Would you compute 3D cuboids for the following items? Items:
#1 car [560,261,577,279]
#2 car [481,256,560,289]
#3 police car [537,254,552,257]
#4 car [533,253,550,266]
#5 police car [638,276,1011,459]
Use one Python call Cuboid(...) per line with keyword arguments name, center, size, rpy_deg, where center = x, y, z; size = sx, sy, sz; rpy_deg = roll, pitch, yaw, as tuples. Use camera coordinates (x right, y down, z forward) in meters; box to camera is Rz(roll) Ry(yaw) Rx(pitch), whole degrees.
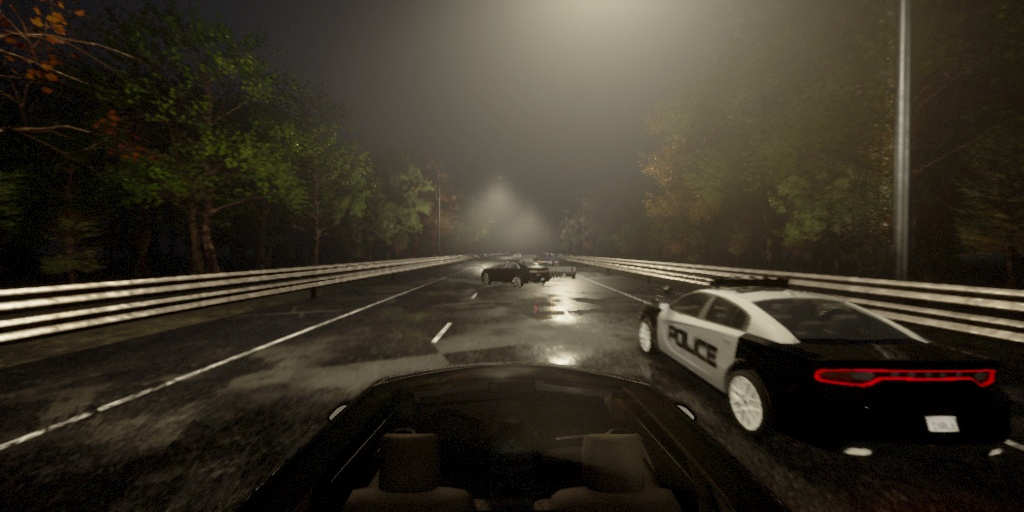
Cuboid(name="car", center=(3.665, 0.987, 27.327), size=(1.895, 1.301, 4.718), rpy_deg=(0, 1, 1))
Cuboid(name="car", center=(0.097, 0.974, 20.527), size=(2.128, 1.511, 4.902), rpy_deg=(-1, 1, -39))
Cuboid(name="police car", center=(3.830, 0.734, 38.249), size=(2.038, 1.542, 4.974), rpy_deg=(0, 1, 1))
Cuboid(name="car", center=(4.051, 0.501, 49.199), size=(2.033, 1.649, 4.856), rpy_deg=(0, 1, 1))
Cuboid(name="police car", center=(3.503, 1.123, 5.497), size=(1.930, 1.638, 5.238), rpy_deg=(0, 1, 0))
